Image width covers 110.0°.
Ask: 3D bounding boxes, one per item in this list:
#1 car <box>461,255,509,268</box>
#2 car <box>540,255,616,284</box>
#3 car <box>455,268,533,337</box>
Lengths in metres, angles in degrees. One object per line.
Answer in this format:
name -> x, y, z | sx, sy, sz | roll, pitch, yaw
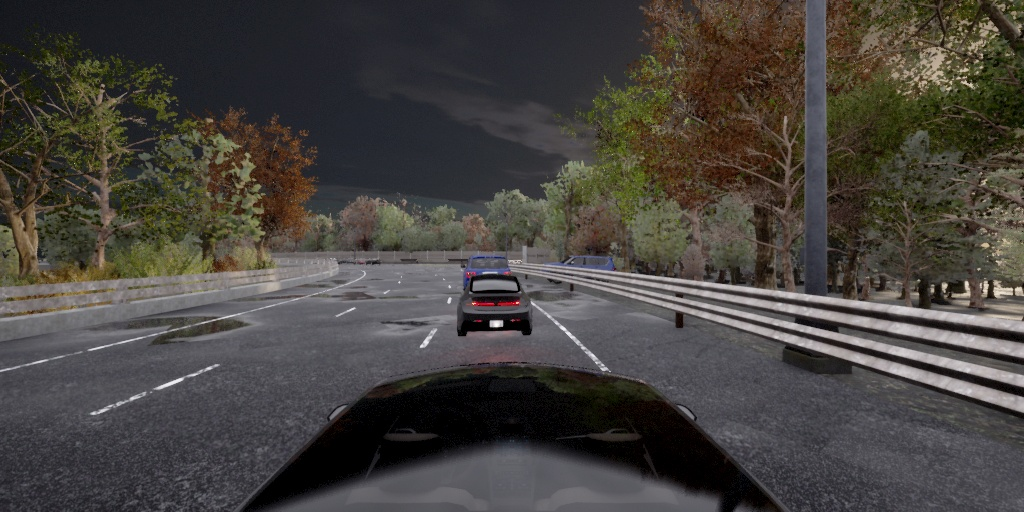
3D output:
car -> -1.327, 0.971, 17.833 | 2.150, 2.045, 5.566 | 0, 0, -8
car -> 4.830, 0.957, 26.146 | 5.566, 2.045, 2.150 | 3, 1, -8
car -> -0.557, 1.255, 10.359 | 1.837, 1.490, 4.892 | 0, 0, -5
